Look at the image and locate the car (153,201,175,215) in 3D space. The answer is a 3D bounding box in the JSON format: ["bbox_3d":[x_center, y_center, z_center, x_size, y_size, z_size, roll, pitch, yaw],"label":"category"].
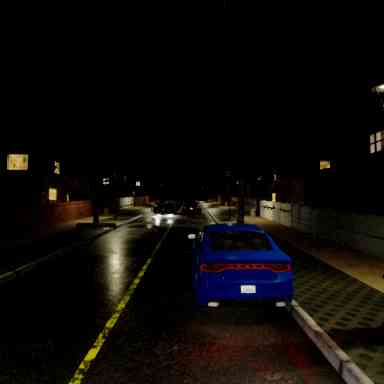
[{"bbox_3d":[-2.857,1.609,34.688,1.994,1.385,4.181,0,0,0],"label":"car"}]

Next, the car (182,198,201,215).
[{"bbox_3d":[-0.039,1.609,34.765,1.994,1.385,4.181,0,0,1],"label":"car"}]

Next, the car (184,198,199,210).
[{"bbox_3d":[-0.081,1.565,44.645,1.837,1.490,4.892,0,0,0],"label":"car"}]

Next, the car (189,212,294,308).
[{"bbox_3d":[0.939,1.487,8.071,1.882,1.535,5.008,0,0,0],"label":"car"}]
